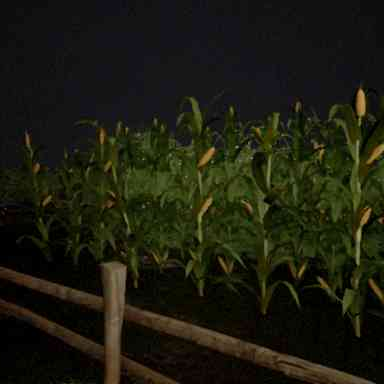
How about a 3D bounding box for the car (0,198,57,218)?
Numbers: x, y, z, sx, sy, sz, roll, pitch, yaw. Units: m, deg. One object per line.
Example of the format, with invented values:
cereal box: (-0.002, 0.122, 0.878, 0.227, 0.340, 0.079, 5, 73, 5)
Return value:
car: (-12.177, 1.108, 24.536, 1.994, 1.385, 4.181, 1, 1, 35)
